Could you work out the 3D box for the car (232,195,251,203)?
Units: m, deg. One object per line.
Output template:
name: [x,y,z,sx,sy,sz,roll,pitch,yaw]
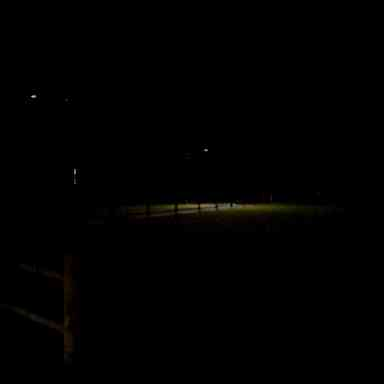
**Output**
car: [8.144,1.151,54.670,1.994,1.385,4.181,0,0,31]
